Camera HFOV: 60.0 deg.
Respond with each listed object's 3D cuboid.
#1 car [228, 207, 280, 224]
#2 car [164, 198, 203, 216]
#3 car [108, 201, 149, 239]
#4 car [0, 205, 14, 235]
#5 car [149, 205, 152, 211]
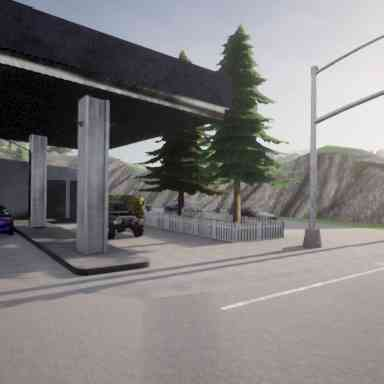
[{"bbox_3d":[4.524,1.812,24.869,1.994,1.385,4.181,1,0,-35],"label":"car"},{"bbox_3d":[-0.883,1.538,32.706,2.097,1.767,4.553,1,0,-35],"label":"car"},{"bbox_3d":[-4.271,1.447,18.380,1.905,1.878,3.866,1,0,-35],"label":"car"},{"bbox_3d":[-11.400,1.524,18.656,2.242,1.667,4.611,1,0,-35],"label":"car"},{"bbox_3d":[-6.916,1.664,41.451,2.033,1.411,5.357,1,0,-34],"label":"car"}]
